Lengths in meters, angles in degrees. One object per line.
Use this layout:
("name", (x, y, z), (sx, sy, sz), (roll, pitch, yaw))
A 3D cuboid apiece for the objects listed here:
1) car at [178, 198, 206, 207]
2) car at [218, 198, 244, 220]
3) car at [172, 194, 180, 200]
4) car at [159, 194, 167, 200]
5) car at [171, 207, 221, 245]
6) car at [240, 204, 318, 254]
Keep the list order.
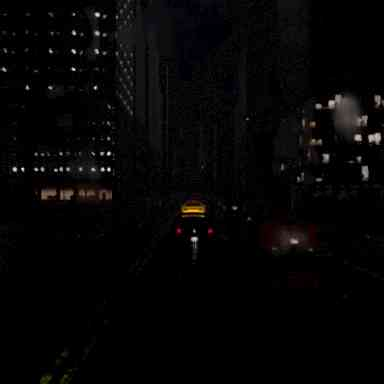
("car", (0.098, 1.425, 26.557), (1.882, 1.535, 5.008), (0, 0, 0))
("car", (3.347, 1.298, 28.067), (2.097, 1.767, 4.553), (0, 0, 0))
("car", (-4.208, 1.250, 86.917), (1.882, 1.535, 5.008), (0, 0, -1))
("car", (-7.458, 1.271, 86.861), (1.837, 1.490, 4.892), (0, 0, -1))
("car", (0.099, 1.572, 15.426), (1.895, 1.301, 4.718), (0, 0, 0))
("car", (3.350, 1.453, 13.332), (1.882, 1.535, 5.008), (0, 0, 0))
